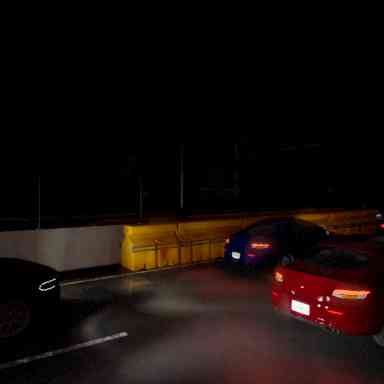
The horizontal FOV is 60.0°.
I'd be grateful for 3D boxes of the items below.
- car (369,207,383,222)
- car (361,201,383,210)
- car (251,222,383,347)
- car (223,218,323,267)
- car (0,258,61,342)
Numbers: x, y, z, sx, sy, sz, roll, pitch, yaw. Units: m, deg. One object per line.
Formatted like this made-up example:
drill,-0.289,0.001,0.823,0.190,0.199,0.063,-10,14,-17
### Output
car,10.853,1.547,15.784,5.357,1.411,2.033,0,0,-36
car,20.180,1.601,35.602,4.718,1.301,1.895,0,0,-36
car,3.451,1.526,6.217,4.674,1.442,1.812,0,0,-36
car,3.052,1.526,10.226,4.674,1.442,1.812,0,0,-35
car,-4.560,1.478,4.792,5.008,1.535,1.882,0,0,-35
